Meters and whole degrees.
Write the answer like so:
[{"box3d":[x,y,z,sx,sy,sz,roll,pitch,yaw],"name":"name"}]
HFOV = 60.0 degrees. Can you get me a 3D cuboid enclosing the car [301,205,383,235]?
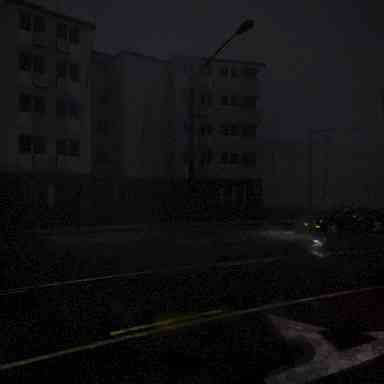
[{"box3d":[8.450,1.507,18.468,4.892,1.490,1.837,1,0,-15],"name":"car"}]
